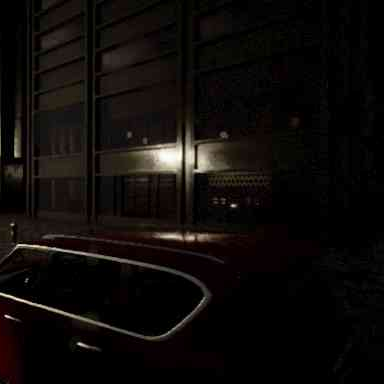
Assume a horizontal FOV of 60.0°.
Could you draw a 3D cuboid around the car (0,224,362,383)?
[{"bbox_3d":[-0.921,1.298,3.617,5.009,1.841,2.192,0,0,35],"label":"car"}]
